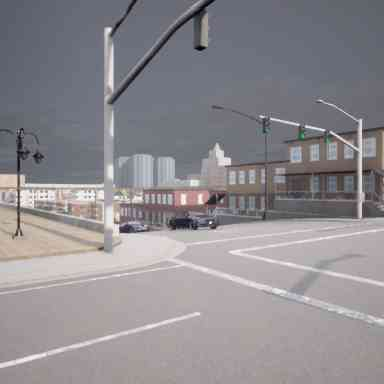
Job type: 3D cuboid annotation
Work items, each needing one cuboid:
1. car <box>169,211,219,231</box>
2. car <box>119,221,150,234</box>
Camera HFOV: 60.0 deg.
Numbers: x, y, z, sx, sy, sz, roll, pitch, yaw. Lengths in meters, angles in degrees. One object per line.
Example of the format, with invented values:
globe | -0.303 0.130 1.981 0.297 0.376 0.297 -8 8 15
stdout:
car | 0.061 2.054 24.187 1.994 1.385 4.181 0 -4 -36
car | -5.809 3.504 32.152 1.812 1.442 4.674 0 -12 -37
